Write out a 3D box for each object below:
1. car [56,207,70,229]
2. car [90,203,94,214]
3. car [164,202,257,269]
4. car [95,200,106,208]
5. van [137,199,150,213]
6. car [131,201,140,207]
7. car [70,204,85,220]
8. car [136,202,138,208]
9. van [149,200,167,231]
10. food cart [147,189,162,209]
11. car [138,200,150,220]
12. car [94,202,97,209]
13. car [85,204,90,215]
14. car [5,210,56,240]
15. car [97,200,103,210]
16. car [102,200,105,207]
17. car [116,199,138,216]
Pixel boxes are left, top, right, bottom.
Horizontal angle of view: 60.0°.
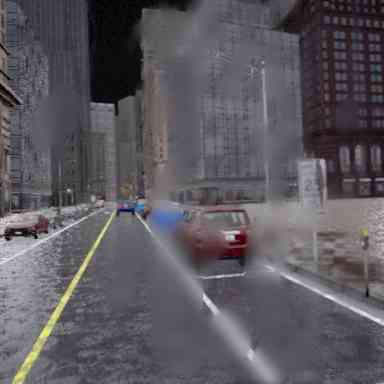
[{"bbox_3d":[-11.101,2.134,25.829,2.008,1.369,4.403,-1,-1,-12],"label":"car"},{"bbox_3d":[-15.532,2.386,47.213,1.967,1.590,4.097,-1,-1,-12],"label":"car"},{"bbox_3d":[0.560,1.381,11.518,2.192,1.841,5.009,-1,-1,-12],"label":"car"},{"bbox_3d":[-23.281,3.006,84.629,2.192,1.841,5.009,-1,-1,-12],"label":"car"},{"bbox_3d":[-7.191,2.021,48.940,1.690,1.788,3.998,-1,-1,-12],"label":"van"},{"bbox_3d":[-13.825,2.855,81.010,1.887,1.381,4.507,-1,-1,-12],"label":"car"},{"bbox_3d":[-13.316,2.311,36.520,2.008,1.369,4.403,-1,-1,-12],"label":"car"},{"bbox_3d":[-4.971,2.046,38.246,2.008,1.369,4.403,-1,-1,-12],"label":"car"},{"bbox_3d":[-1.654,1.574,22.210,1.690,1.788,3.998,-1,-1,-12],"label":"van"},{"bbox_3d":[-7.037,1.296,62.562,2.280,3.560,4.660,-2,-1,-12],"label":"food cart"},{"bbox_3d":[-3.869,1.721,32.902,2.192,1.841,5.009,-1,-1,-12],"label":"car"},{"bbox_3d":[-16.637,2.587,52.556,1.887,1.381,4.507,-1,-1,-12],"label":"car"},{"bbox_3d":[-14.423,2.402,41.866,2.008,1.369,4.403,-1,-1,-12],"label":"car"},{"bbox_3d":[-9.994,2.043,20.484,1.887,1.381,4.507,-1,-1,-12],"label":"car"},{"bbox_3d":[-19.956,2.919,68.591,1.947,1.339,4.313,-1,-1,-12],"label":"car"},{"bbox_3d":[-22.134,3.097,79.114,1.752,1.417,4.829,-1,-1,-12],"label":"car"},{"bbox_3d":[-8.287,1.862,41.519,2.150,2.045,5.566,-2,-1,-12],"label":"car"}]
